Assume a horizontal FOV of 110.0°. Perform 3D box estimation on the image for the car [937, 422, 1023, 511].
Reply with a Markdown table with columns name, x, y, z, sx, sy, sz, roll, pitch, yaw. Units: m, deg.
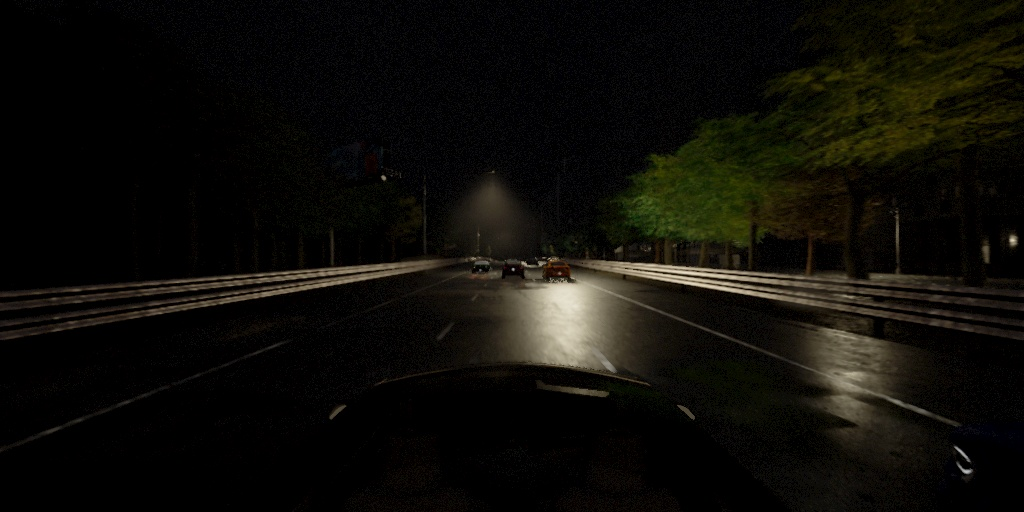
| name | x | y | z | sx | sy | sz | roll | pitch | yaw |
| --- | --- | --- | --- | --- | --- | --- | --- | --- | --- |
| car | 3.600 | 1.225 | 0.110 | 1.882 | 1.535 | 5.008 | 0 | 0 | 0 |

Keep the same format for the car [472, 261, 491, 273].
| name | x | y | z | sx | sy | sz | roll | pitch | yaw |
| --- | --- | --- | --- | --- | --- | --- | --- | --- | --- |
| car | -3.400 | 1.204 | 40.965 | 1.895 | 1.301 | 4.718 | 0 | 0 | 0 |

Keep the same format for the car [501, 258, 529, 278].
| name | x | y | z | sx | sy | sz | roll | pitch | yaw |
| --- | --- | --- | --- | --- | --- | --- | --- | --- | --- |
| car | 0.100 | 1.156 | 32.375 | 2.163 | 1.488 | 4.792 | 0 | 0 | 0 |

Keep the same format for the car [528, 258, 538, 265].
| name | x | y | z | sx | sy | sz | roll | pitch | yaw |
| --- | --- | --- | --- | --- | --- | --- | --- | --- | --- |
| car | 3.600 | 0.983 | 64.623 | 1.994 | 1.385 | 4.181 | 0 | 0 | 0 |

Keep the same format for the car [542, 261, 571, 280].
| name | x | y | z | sx | sy | sz | roll | pitch | yaw |
| --- | --- | --- | --- | --- | --- | --- | --- | --- | --- |
| car | 3.601 | 1.144 | 29.528 | 1.882 | 1.535 | 5.008 | 0 | 0 | 0 |
